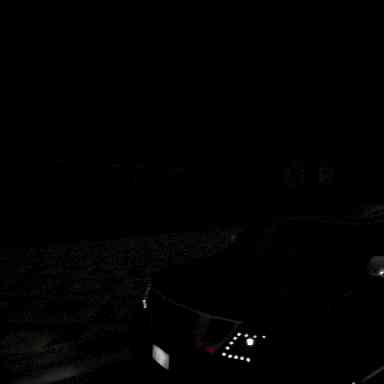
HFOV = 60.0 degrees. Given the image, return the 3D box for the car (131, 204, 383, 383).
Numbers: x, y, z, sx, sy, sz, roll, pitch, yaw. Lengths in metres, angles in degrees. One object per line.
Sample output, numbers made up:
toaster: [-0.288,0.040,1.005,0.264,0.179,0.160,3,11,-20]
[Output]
car: [1.953,1.226,4.773,5.566,2.045,2.150,0,0,-35]
